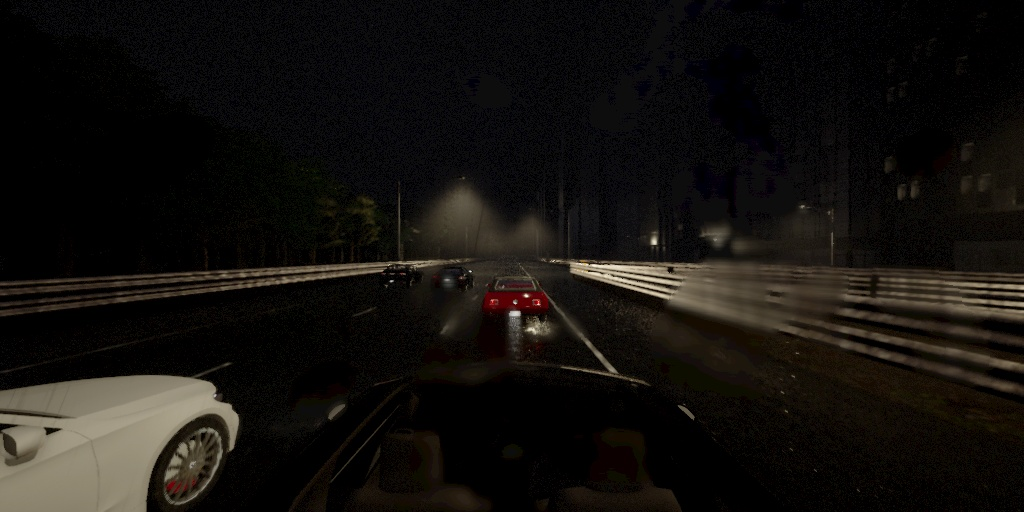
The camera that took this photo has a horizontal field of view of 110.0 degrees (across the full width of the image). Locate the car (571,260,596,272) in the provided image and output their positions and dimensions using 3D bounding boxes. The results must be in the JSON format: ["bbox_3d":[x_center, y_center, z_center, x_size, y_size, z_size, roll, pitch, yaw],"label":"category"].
[{"bbox_3d":[8.860,1.277,43.923,1.882,1.535,5.008,0,0,-12],"label":"car"}]

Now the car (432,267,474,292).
[{"bbox_3d":[-3.403,1.317,21.323,1.994,1.385,4.181,0,0,0],"label":"car"}]

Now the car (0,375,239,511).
[{"bbox_3d":[-3.399,1.275,1.289,1.812,1.442,4.674,0,0,0],"label":"car"}]

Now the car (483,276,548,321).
[{"bbox_3d":[0.098,1.352,12.422,1.895,1.301,4.718,0,0,0],"label":"car"}]

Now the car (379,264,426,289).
[{"bbox_3d":[-6.900,1.245,22.982,2.128,1.511,4.902,0,0,0],"label":"car"}]
